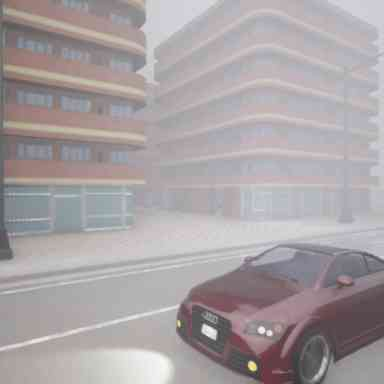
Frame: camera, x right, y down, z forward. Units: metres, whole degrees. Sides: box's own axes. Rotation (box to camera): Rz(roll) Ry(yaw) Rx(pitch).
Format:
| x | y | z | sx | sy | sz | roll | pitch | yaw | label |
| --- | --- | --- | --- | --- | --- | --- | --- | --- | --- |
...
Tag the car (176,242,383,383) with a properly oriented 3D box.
| x | y | z | sx | sy | sz | roll | pitch | yaw | label |
| --- | --- | --- | --- | --- | --- | --- | --- | --- | --- |
| 1.836 | 1.553 | 5.305 | 4.181 | 1.385 | 1.994 | 0 | 0 | -36 | car |
